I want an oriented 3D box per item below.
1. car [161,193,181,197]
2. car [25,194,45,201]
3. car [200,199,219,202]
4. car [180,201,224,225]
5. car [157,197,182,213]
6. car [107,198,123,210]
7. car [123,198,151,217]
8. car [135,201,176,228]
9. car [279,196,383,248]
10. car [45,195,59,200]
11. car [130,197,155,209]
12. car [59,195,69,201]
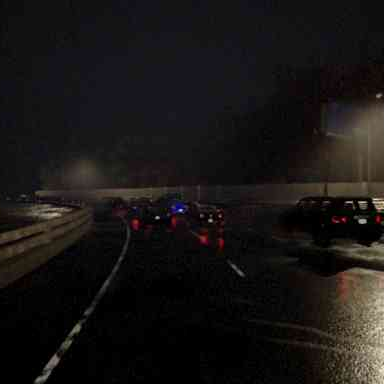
[{"bbox_3d":[-3.218,1.217,46.214,2.150,2.045,5.566,0,0,-25],"label":"car"},{"bbox_3d":[-38.945,1.384,81.634,4.553,1.767,2.097,0,0,37],"label":"car"},{"bbox_3d":[1.590,1.474,33.881,1.837,1.490,4.892,0,0,-20],"label":"car"},{"bbox_3d":[0.735,1.581,23.873,1.895,1.301,4.718,0,0,-13],"label":"car"},{"bbox_3d":[-1.859,1.518,33.128,1.812,1.442,4.674,0,0,-20],"label":"car"},{"bbox_3d":[-10.120,1.547,44.488,1.837,1.490,4.892,0,0,-25],"label":"car"},{"bbox_3d":[-5.105,1.541,31.768,1.812,1.442,4.674,0,0,-20],"label":"car"},{"bbox_3d":[-2.577,1.567,22.686,1.994,1.385,4.181,0,0,-13],"label":"car"},{"bbox_3d":[5.860,1.175,14.849,2.150,2.045,5.566,0,0,-9],"label":"car"},{"bbox_3d":[-36.737,1.552,84.350,5.357,1.411,2.033,0,0,37],"label":"car"},{"bbox_3d":[-6.897,1.510,45.847,2.128,1.511,4.902,0,0,-25],"label":"car"},{"bbox_3d":[-34.507,1.535,87.047,5.357,1.411,2.033,0,0,37],"label":"car"}]
